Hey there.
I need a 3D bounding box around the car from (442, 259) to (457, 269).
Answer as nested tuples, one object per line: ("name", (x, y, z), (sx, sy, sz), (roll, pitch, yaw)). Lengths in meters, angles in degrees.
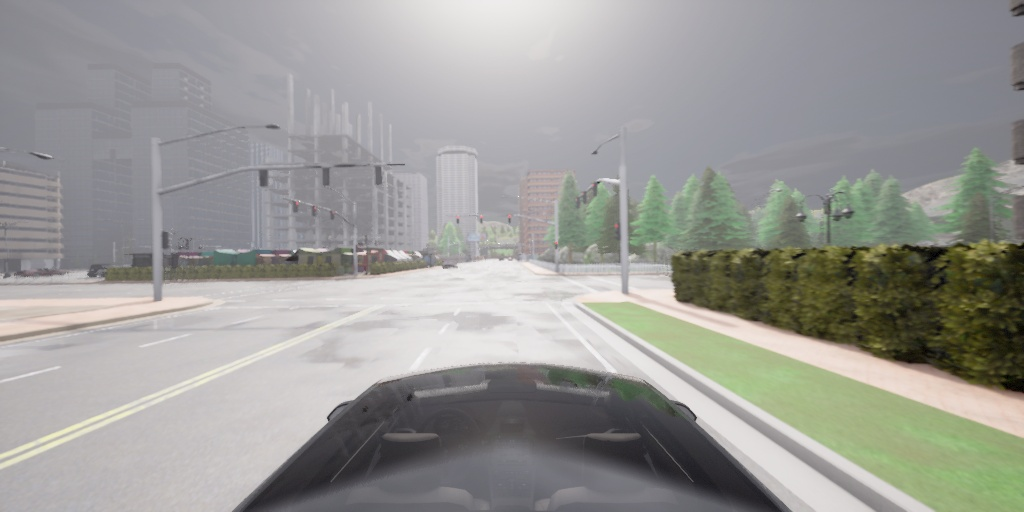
("car", (-10.803, 1.352, 62.321), (2.097, 1.767, 4.553), (-1, -1, 0))
